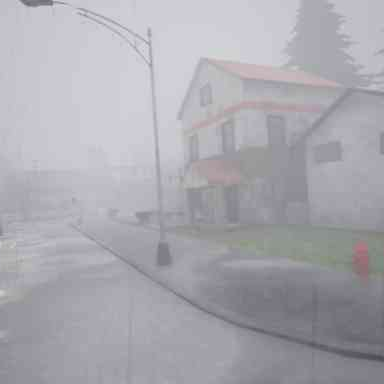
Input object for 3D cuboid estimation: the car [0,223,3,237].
[{"bbox_3d":[-14.299,2.569,23.056,1.812,1.442,4.674,-4,0,-24],"label":"car"}]
